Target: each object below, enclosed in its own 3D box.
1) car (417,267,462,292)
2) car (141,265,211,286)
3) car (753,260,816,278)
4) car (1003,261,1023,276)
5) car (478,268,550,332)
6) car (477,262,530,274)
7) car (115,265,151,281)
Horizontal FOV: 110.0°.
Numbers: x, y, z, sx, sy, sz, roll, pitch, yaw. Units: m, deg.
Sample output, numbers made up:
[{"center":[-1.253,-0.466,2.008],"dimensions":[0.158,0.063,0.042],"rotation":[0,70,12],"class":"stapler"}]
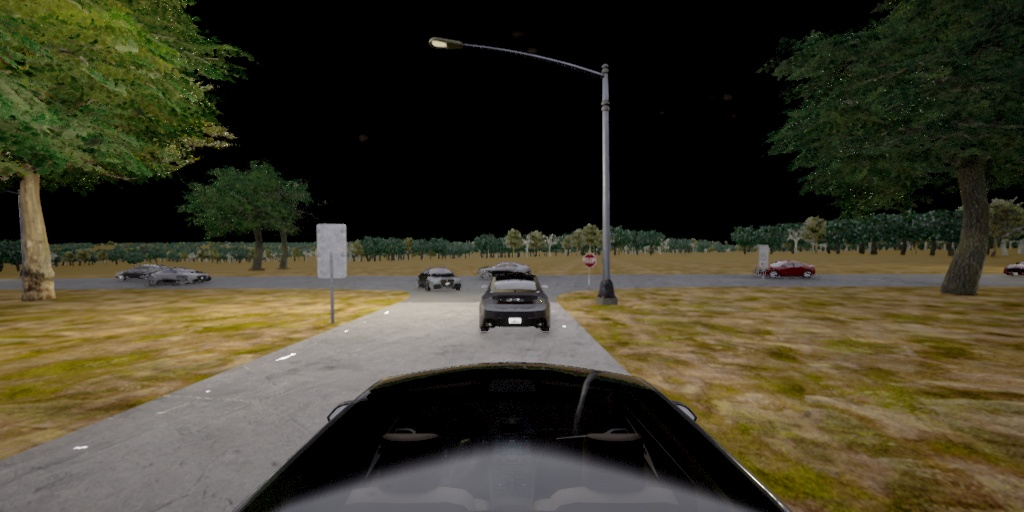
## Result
[{"center":[-4.550,1.392,22.150],"dimensions":[1.994,1.385,4.181],"rotation":[0,0,-27],"class":"car"},{"center":[-27.969,1.702,30.212],"dimensions":[4.181,1.385,1.994],"rotation":[-1,2,4],"class":"car"},{"center":[24.848,1.161,32.795],"dimensions":[5.008,1.535,1.882],"rotation":[0,4,-2],"class":"car"},{"center":[50.032,1.118,34.173],"dimensions":[4.553,1.767,2.097],"rotation":[0,3,-4],"class":"car"},{"center":[0.082,1.291,10.962],"dimensions":[1.837,1.490,4.892],"rotation":[0,0,0],"class":"car"},{"center":[-0.679,1.302,32.653],"dimensions":[4.902,1.511,2.128],"rotation":[0,2,1],"class":"car"},{"center":[-35.267,1.601,34.503],"dimensions":[4.892,1.490,1.837],"rotation":[-1,2,5],"class":"car"}]
